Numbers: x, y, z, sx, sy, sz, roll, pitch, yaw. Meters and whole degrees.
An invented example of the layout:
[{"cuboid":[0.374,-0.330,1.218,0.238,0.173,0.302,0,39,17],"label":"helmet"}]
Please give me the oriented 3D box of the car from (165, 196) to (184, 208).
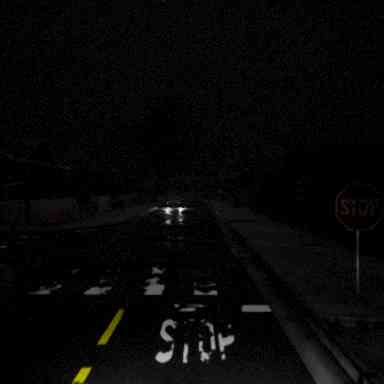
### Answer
[{"cuboid":[-2.107,1.193,40.733,1.812,1.442,4.674,0,2,1],"label":"car"}]
